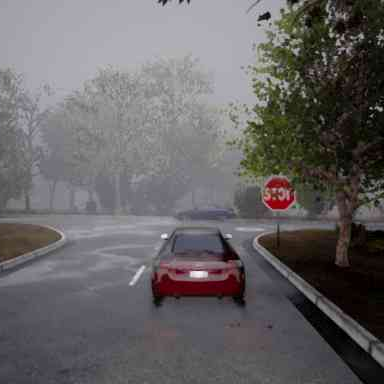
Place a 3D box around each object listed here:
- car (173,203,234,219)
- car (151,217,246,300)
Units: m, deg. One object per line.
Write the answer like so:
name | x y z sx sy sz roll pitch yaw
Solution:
car | 0.894 1.566 25.567 4.674 1.442 1.812 1 -1 0
car | 0.130 1.568 8.480 1.994 1.385 4.181 0 0 0
